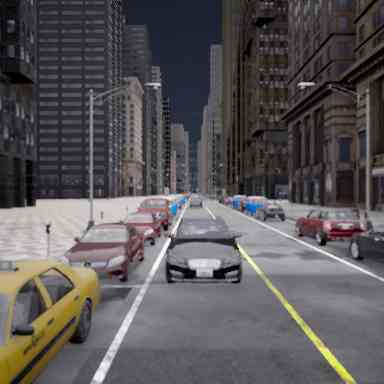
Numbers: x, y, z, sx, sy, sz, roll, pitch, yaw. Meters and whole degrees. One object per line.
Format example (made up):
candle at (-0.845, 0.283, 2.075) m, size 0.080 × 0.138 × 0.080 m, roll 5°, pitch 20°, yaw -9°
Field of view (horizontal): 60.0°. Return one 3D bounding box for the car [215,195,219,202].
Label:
car at (6.397, 1.343, 66.396) m, size 2.192 × 1.841 × 5.009 m, roll 0°, pitch 0°, yaw 0°

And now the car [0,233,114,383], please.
car at (-2.392, 1.526, 3.801) m, size 1.752 × 1.417 × 4.829 m, roll 0°, pitch 0°, yaw 0°

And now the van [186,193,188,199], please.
van at (-2.152, 1.365, 60.745) m, size 1.690 × 1.788 × 3.998 m, roll 0°, pitch 0°, yaw 0°

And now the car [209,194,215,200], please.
car at (6.511, 1.601, 93.369) m, size 2.008 × 1.369 × 4.403 m, roll 0°, pitch 0°, yaw 0°

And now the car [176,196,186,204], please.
car at (-2.129, 1.553, 66.252) m, size 1.752 × 1.417 × 4.829 m, roll 0°, pitch 0°, yaw 0°

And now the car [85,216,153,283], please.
car at (-2.367, 1.584, 9.648) m, size 1.802 × 1.307 × 4.206 m, roll 0°, pitch 0°, yaw 0°

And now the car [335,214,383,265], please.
car at (6.158, 1.553, 9.621) m, size 2.008 × 1.369 × 4.403 m, roll 0°, pitch 0°, yaw 0°

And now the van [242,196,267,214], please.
van at (6.253, 1.349, 32.332) m, size 1.690 × 1.788 × 3.998 m, roll 0°, pitch 0°, yaw 0°

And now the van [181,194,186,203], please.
van at (-2.200, 1.358, 49.390) m, size 1.690 × 1.788 × 3.998 m, roll 0°, pitch 0°, yaw 0°

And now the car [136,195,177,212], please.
car at (-2.320, 1.319, 21.003) m, size 2.192 × 1.841 × 5.009 m, roll 0°, pitch 0°, yaw 0°

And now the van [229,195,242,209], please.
van at (6.301, 1.355, 43.686) m, size 1.690 × 1.788 × 3.998 m, roll 0°, pitch 0°, yaw 0°

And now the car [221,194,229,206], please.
car at (6.349, 1.460, 55.041) m, size 1.967 × 1.590 × 4.097 m, roll 0°, pitch 0°, yaw 0°

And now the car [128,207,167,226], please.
car at (-2.343, 1.585, 15.326) m, size 1.802 × 1.307 × 4.206 m, roll 0°, pitch 0°, yaw 0°

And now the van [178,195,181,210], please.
van at (-2.272, 1.349, 32.358) m, size 1.690 × 1.788 × 3.998 m, roll 0°, pitch 0°, yaw 0°

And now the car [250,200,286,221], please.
car at (6.230, 1.557, 26.654) m, size 2.008 × 1.369 × 4.403 m, roll 0°, pitch 0°, yaw 0°

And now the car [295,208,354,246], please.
car at (6.182, 1.443, 15.298) m, size 1.967 × 1.590 × 4.097 m, roll 0°, pitch 0°, yaw 0°

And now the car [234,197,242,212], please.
car at (6.278, 1.556, 38.009) m, size 1.887 × 1.381 × 4.507 m, roll 0°, pitch 0°, yaw 0°

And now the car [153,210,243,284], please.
car at (0.302, 1.493, 9.686) m, size 2.128 × 1.511 × 4.902 m, roll 0°, pitch 0°, yaw 1°

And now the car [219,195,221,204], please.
car at (6.373, 1.606, 60.719) m, size 1.802 × 1.307 × 4.206 m, roll 0°, pitch 0°, yaw 0°

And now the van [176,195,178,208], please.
van at (-2.295, 1.347, 26.681) m, size 1.690 × 1.788 × 3.998 m, roll 0°, pitch 0°, yaw 0°

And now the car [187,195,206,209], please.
car at (0.549, 1.519, 45.688) m, size 1.837 × 1.490 × 4.892 m, roll 0°, pitch 0°, yaw 0°

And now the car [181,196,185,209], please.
car at (-2.223, 1.595, 43.713) m, size 1.802 × 1.307 × 4.206 m, roll 0°, pitch 0°, yaw 0°
